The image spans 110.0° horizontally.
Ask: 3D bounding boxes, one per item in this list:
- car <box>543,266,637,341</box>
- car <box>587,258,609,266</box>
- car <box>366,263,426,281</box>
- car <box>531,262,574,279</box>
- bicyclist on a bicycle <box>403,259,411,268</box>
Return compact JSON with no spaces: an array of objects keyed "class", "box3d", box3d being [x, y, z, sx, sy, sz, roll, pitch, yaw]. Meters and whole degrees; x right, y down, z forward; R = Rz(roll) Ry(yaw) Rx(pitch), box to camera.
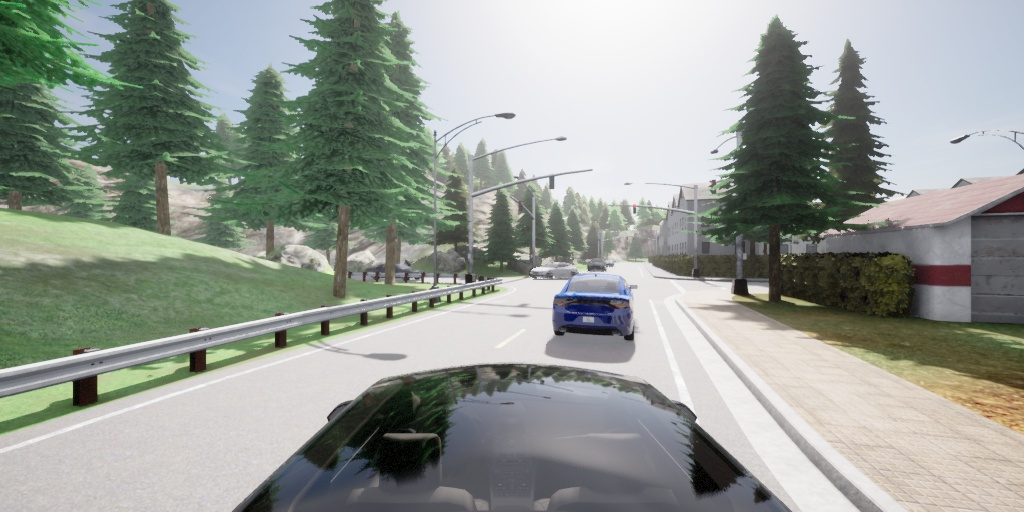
[{"class":"car","box3d":[2.449,1.228,10.126,1.882,1.535,5.008,0,0,19]},{"class":"car","box3d":[11.067,1.103,46.586,2.097,1.767,4.553,0,0,19]},{"class":"car","box3d":[-9.879,1.313,30.363,5.357,1.411,2.033,0,0,20]},{"class":"car","box3d":[3.757,1.278,31.037,4.674,1.442,1.812,0,1,-37]},{"class":"bicyclist on a bicycle","box3d":[-11.150,1.167,38.207,0.582,1.620,1.656,-2,5,18]}]
